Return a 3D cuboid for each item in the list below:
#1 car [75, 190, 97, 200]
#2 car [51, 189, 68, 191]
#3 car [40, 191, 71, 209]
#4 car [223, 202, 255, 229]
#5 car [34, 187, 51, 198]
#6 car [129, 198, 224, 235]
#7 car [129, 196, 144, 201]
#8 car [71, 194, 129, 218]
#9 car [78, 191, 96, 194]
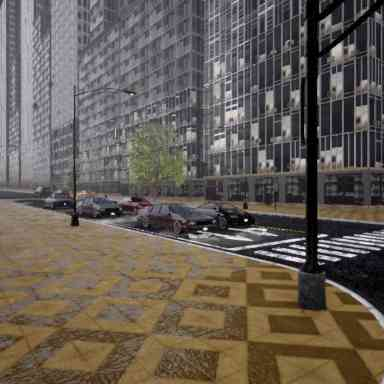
[{"bbox_3d":[-17.505,0.485,54.902,1.882,1.535,5.008,0,1,-38],"label":"car"},{"bbox_3d":[-25.394,0.272,65.011,1.837,1.490,4.892,0,1,-38],"label":"car"},{"bbox_3d":[-13.437,0.939,33.535,1.994,1.385,4.181,0,1,-38],"label":"car"},{"bbox_3d":[1.683,1.309,19.498,1.994,1.385,4.181,0,1,-38],"label":"car"},{"bbox_3d":[-28.520,-0.025,63.734,2.150,2.045,5.566,0,1,-38],"label":"car"},{"bbox_3d":[-1.007,1.292,17.662,2.033,1.411,5.357,0,1,-38],"label":"car"},{"bbox_3d":[-4.648,1.083,27.567,1.812,1.442,4.674,0,1,-38],"label":"car"},{"bbox_3d":[-7.226,1.108,25.588,2.033,1.411,5.357,0,1,-38],"label":"car"},{"bbox_3d":[-11.065,0.914,35.777,2.033,1.411,5.357,0,1,-38],"label":"car"}]
